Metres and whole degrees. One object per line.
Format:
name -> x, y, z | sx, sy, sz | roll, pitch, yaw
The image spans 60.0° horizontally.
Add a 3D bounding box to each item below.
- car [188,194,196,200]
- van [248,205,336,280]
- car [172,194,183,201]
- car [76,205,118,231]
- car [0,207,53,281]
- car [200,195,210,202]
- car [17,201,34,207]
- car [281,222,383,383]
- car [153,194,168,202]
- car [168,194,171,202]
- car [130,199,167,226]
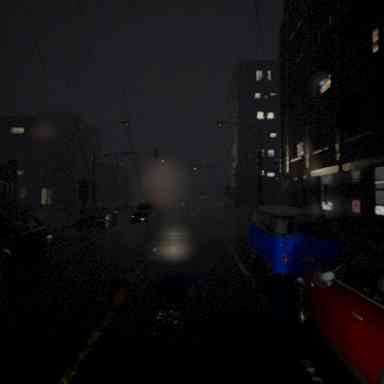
car -> -0.028, 1.360, 86.025 | 2.033, 1.411, 5.357 | 0, 0, 0
van -> 2.704, 1.323, 9.577 | 1.690, 1.788, 3.998 | 1, 0, 0
car -> -3.025, 1.349, 75.550 | 1.837, 1.490, 4.892 | 0, 0, 0
car -> -5.684, 1.511, 20.397 | 2.008, 1.369, 4.403 | 1, 0, 0
car -> -5.677, 1.421, 9.583 | 1.967, 1.590, 4.097 | 1, 0, 0
car -> 2.683, 1.301, 69.785 | 1.967, 1.590, 4.097 | 1, 0, 0
car -> -19.312, 1.542, 35.647 | 4.507, 1.381, 1.887 | 0, 0, 1
car -> 2.704, 1.432, 4.170 | 1.967, 1.590, 4.097 | 1, 0, 0
car -> -5.772, 1.428, 58.352 | 1.887, 1.381, 4.507 | 1, 0, 0
car -> -5.697, 1.417, 64.034 | 1.887, 1.381, 4.507 | 1, 0, 0
car -> -3.056, 1.461, 23.055 | 1.837, 1.490, 4.892 | 0, 0, 0
